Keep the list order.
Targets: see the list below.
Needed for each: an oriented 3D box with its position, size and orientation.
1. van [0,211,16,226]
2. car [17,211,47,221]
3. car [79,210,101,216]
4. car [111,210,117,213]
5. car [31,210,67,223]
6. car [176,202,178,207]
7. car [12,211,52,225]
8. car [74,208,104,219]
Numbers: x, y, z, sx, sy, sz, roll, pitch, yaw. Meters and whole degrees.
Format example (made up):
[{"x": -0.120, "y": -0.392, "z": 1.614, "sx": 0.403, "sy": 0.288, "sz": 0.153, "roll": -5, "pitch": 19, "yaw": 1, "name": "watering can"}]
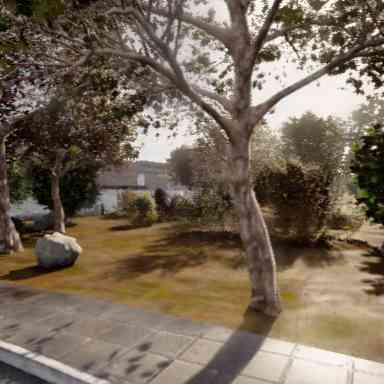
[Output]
[{"x": -27.687, "y": 3.876, "z": 47.132, "sx": 4.442, "sy": 1.987, "sz": 1.878, "roll": -7, "pitch": -3, "yaw": 8, "name": "van"}, {"x": -21.214, "y": 3.250, "z": 42.583, "sx": 2.128, "sy": 1.511, "sz": 4.902, "roll": -7, "pitch": -3, "yaw": 28, "name": "car"}, {"x": -16.537, "y": 3.257, "z": 51.383, "sx": 1.994, "sy": 1.385, "sz": 4.181, "roll": -7, "pitch": -3, "yaw": 30, "name": "car"}, {"x": -15.244, "y": 4.036, "z": 70.865, "sx": 4.674, "sy": 1.452, "sz": 2.002, "roll": -7, "pitch": -3, "yaw": 8, "name": "car"}, {"x": -23.597, "y": 4.059, "z": 55.043, "sx": 4.892, "sy": 1.521, "sz": 2.231, "roll": -7, "pitch": -3, "yaw": 8, "name": "car"}, {"x": -2.150, "y": 2.229, "z": 59.709, "sx": 1.994, "sy": 1.385, "sz": 4.181, "roll": -7, "pitch": -3, "yaw": 28, "name": "car"}, {"x": -25.178, "y": 4.094, "z": 52.432, "sx": 5.366, "sy": 1.575, "sz": 1.946, "roll": -7, "pitch": -3, "yaw": 8, "name": "car"}, {"x": -19.434, "y": 4.019, "z": 62.968, "sx": 4.892, "sy": 1.521, "sz": 2.231, "roll": -7, "pitch": -3, "yaw": 8, "name": "car"}]
